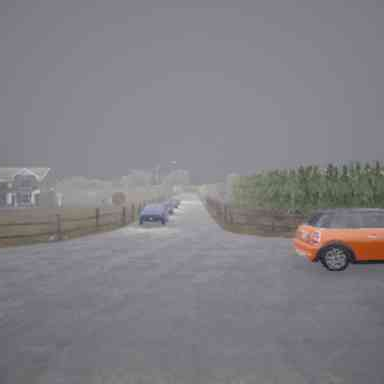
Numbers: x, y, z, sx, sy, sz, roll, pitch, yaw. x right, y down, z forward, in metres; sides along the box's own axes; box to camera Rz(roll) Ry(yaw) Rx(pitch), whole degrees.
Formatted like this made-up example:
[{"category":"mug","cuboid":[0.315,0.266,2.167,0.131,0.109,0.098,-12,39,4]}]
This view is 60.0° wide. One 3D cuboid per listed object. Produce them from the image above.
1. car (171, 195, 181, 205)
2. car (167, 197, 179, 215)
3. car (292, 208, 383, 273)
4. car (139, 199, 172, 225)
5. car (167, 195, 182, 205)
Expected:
[{"category":"car","cuboid":[-2.838,1.550,44.830,1.994,1.385,4.181,0,1,0]},{"category":"car","cuboid":[-2.847,1.638,35.504,2.033,1.411,5.357,0,0,0]},{"category":"car","cuboid":[5.491,1.266,10.019,4.553,1.767,2.097,-2,0,0]},{"category":"car","cuboid":[-2.851,1.608,25.685,1.882,1.535,5.008,0,0,0]},{"category":"car","cuboid":[-2.831,1.324,55.204,2.128,1.511,4.902,0,1,0]}]
